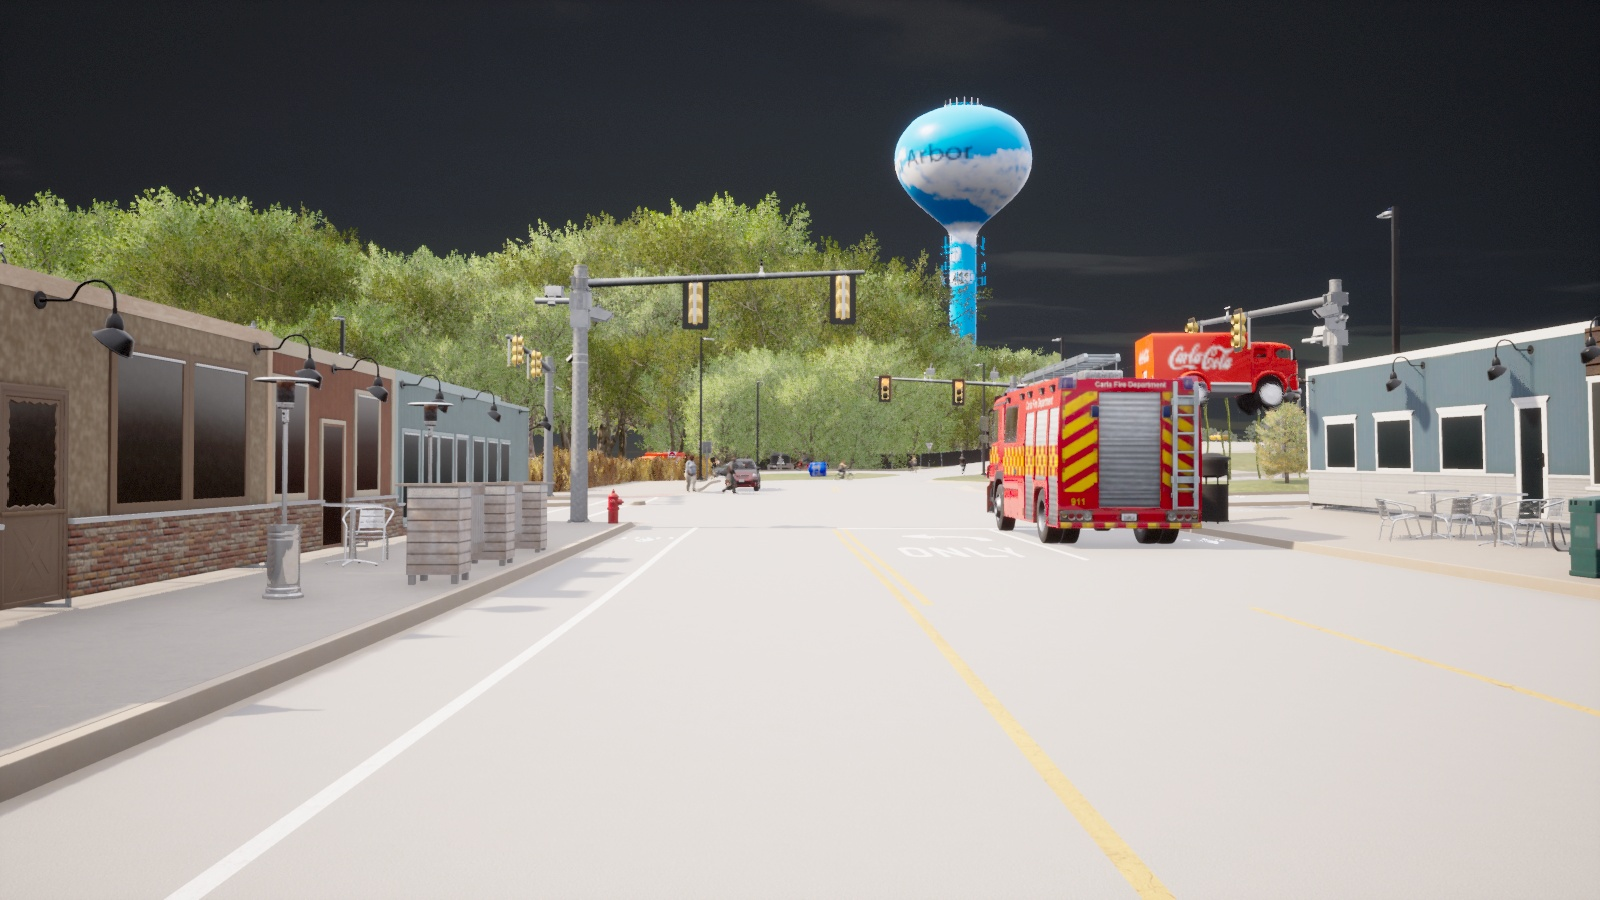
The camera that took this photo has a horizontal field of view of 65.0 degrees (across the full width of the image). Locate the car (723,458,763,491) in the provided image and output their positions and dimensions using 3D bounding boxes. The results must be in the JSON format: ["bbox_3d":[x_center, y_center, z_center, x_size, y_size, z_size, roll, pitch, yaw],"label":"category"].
[{"bbox_3d":[-2.920,1.248,64.968,1.851,1.617,3.988,0,1,0],"label":"car"}]

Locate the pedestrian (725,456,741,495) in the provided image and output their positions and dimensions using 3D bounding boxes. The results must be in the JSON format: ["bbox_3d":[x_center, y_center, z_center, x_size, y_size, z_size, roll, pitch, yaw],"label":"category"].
[{"bbox_3d":[-3.202,1.203,59.909,0.720,1.854,0.376,0,-1,-4],"label":"pedestrian"}]

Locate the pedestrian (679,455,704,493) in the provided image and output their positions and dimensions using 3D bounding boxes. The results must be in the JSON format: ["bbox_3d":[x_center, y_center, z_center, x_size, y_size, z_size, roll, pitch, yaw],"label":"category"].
[{"bbox_3d":[-5.323,1.194,61.519,0.874,1.855,0.900,1,-2,-36],"label":"pedestrian"}]

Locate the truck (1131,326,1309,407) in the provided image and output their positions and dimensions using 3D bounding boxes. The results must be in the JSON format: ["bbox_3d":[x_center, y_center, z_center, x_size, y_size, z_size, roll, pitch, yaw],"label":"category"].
[{"bbox_3d":[14.457,-2.840,43.499,5.204,2.467,2.627,0,-3,0],"label":"truck"}]

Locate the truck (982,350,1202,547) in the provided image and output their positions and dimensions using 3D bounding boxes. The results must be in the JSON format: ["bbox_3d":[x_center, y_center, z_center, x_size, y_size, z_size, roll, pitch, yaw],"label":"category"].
[{"bbox_3d":[6.313,0.008,28.718,2.891,3.827,8.468,0,-1,-1],"label":"truck"}]
